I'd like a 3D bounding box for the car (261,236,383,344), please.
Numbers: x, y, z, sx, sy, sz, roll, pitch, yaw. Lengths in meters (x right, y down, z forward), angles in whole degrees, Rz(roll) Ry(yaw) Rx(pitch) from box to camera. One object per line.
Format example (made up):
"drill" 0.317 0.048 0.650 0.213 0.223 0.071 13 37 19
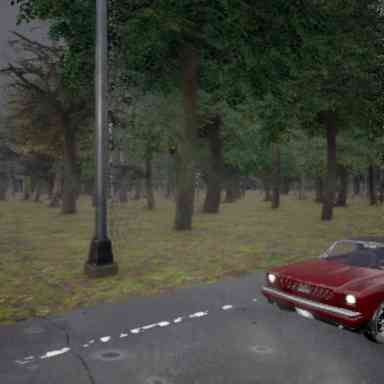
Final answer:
"car" 3.573 1.606 6.544 4.718 1.301 1.895 0 0 -36
